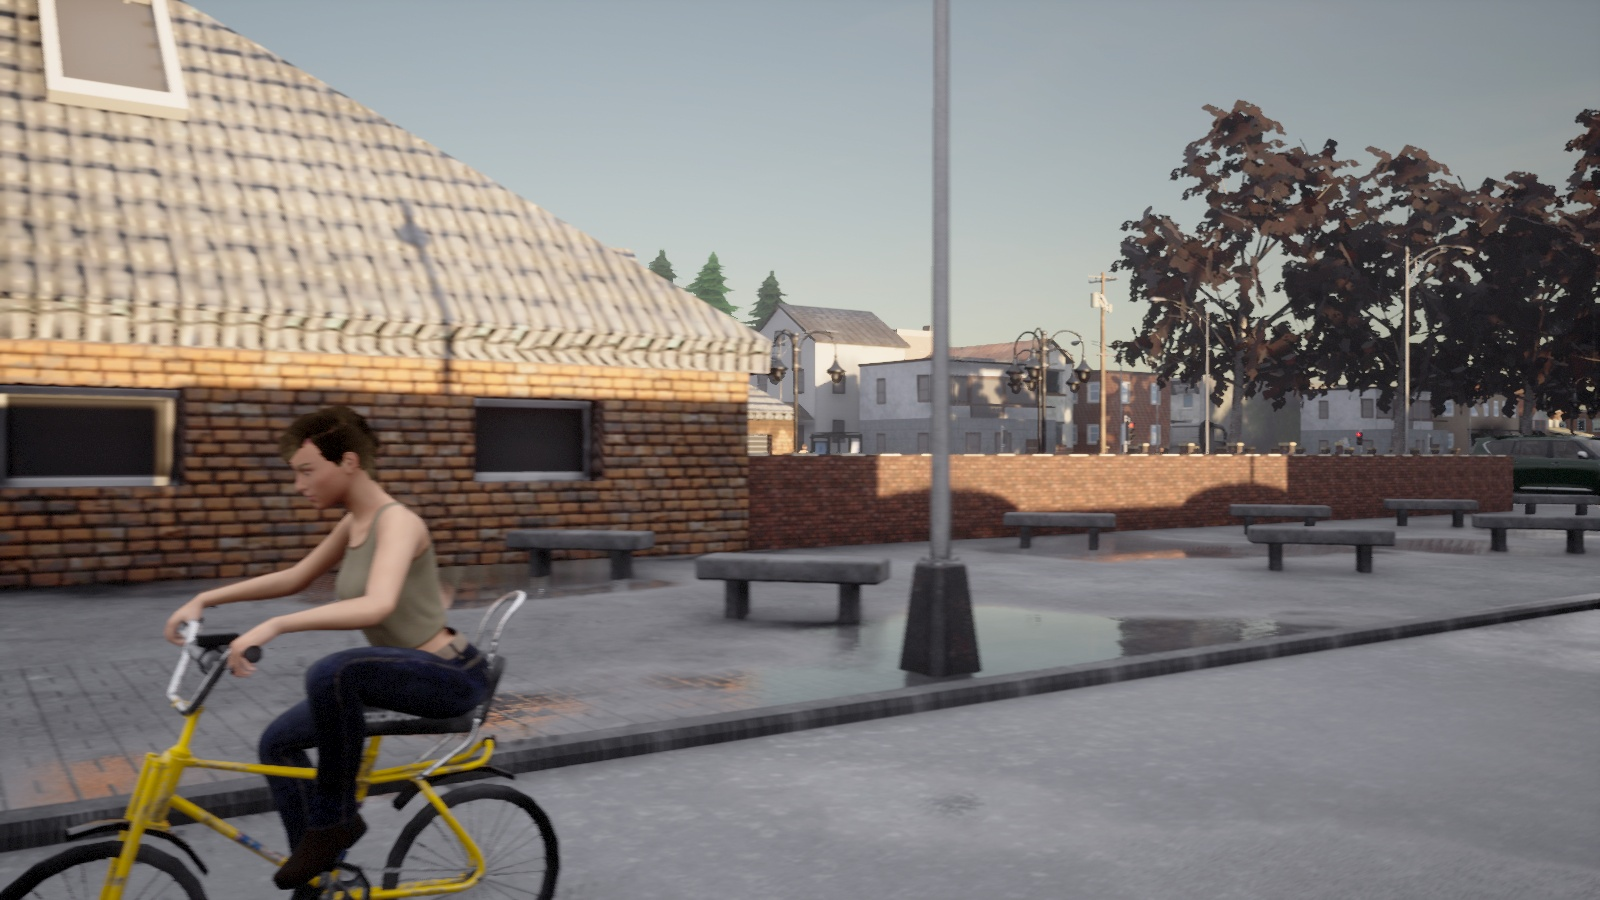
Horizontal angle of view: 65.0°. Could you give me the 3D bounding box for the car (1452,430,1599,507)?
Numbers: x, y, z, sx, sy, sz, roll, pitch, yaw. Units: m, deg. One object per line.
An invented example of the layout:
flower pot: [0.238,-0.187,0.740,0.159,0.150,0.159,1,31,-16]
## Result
car: [21.561,0.500,35.098,2.150,2.045,5.566,0,0,-33]

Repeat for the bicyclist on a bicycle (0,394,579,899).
bicyclist on a bicycle: [-1.454,0.692,3.256,1.509,1.612,0.866,0,0,-35]

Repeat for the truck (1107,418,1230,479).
truck: [22.019,-0.107,74.884,7.936,3.462,2.891,0,0,-37]
